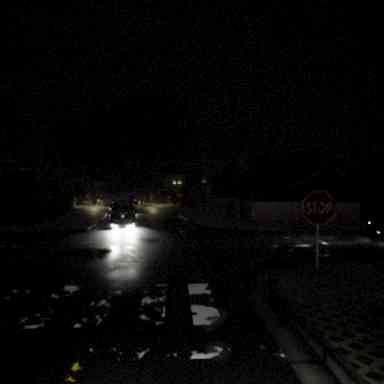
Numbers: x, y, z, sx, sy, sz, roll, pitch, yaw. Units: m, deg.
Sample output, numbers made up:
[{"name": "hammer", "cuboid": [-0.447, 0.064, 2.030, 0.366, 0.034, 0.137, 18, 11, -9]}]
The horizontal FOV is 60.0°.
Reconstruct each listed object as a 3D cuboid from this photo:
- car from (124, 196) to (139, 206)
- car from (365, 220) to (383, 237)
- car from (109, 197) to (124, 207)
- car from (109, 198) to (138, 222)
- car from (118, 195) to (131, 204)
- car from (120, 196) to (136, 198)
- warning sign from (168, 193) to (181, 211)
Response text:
[{"name": "car", "cuboid": [-10.197, 1.479, 55.941, 1.837, 1.490, 4.892, 0, 0, -17]}, {"name": "car", "cuboid": [11.424, 1.720, 16.963, 4.718, 1.301, 1.895, 1, 1, -12]}, {"name": "car", "cuboid": [-11.571, 1.558, 50.849, 1.994, 1.385, 4.181, 0, 0, -18]}, {"name": "car", "cuboid": [-5.423, 1.490, 26.341, 2.128, 1.511, 4.902, 0, 0, -10]}, {"name": "car", "cuboid": [-13.340, 1.466, 65.758, 2.128, 1.511, 4.902, 0, 0, -16]}, {"name": "car", "cuboid": [-7.686, 1.475, 37.135, 1.882, 1.535, 5.008, 0, 0, -14]}, {"name": "warning sign", "cuboid": [-1.942, 1.086, 36.738, 1.300, 1.860, 1.060, 1, 1, -13]}]
